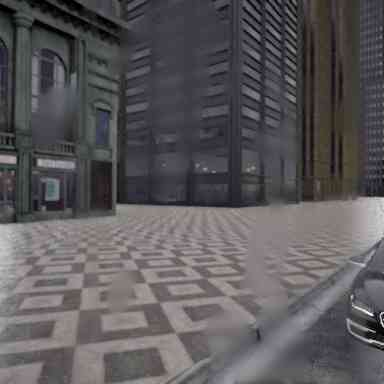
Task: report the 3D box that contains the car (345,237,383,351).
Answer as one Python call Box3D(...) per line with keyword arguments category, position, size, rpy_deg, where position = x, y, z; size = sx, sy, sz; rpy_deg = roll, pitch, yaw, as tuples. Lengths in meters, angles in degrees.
Box3D(category="car", position=(4.140, 1.509, 5.899), size=(1.837, 1.490, 4.892), rpy_deg=(0, 0, 38))
